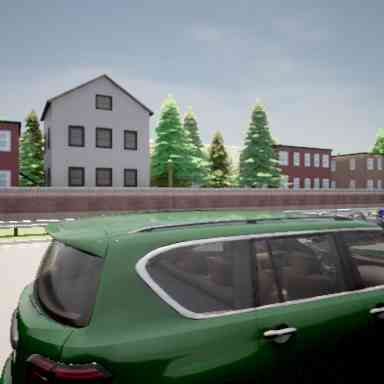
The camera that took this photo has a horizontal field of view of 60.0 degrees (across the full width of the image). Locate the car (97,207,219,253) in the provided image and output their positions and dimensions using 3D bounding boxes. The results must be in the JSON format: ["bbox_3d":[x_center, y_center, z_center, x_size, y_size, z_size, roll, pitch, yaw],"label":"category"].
[{"bbox_3d":[-1.390,1.504,14.335,4.892,1.490,1.837,0,0,-28],"label":"car"}]

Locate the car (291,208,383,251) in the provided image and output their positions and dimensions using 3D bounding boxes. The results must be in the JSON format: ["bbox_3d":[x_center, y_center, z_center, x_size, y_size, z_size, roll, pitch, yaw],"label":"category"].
[{"bbox_3d":[7.171,1.544,14.931,5.357,1.411,2.033,0,0,-28],"label":"car"}]

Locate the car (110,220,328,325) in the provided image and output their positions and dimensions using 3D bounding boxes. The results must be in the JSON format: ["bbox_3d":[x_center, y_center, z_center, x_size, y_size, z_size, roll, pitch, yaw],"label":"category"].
[{"bbox_3d":[0.704,1.524,7.521,4.674,1.442,1.812,0,0,-28],"label":"car"}]

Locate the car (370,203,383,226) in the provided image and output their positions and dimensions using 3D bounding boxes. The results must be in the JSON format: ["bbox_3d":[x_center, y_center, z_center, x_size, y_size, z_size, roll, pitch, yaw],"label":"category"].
[{"bbox_3d":[14.581,1.520,22.842,4.674,1.442,1.812,0,0,-28],"label":"car"}]

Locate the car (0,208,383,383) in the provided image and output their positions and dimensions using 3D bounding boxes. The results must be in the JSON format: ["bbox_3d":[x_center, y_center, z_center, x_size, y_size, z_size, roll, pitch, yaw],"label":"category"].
[{"bbox_3d":[1.049,1.223,3.738,5.566,2.045,2.150,0,0,-28],"label":"car"}]
